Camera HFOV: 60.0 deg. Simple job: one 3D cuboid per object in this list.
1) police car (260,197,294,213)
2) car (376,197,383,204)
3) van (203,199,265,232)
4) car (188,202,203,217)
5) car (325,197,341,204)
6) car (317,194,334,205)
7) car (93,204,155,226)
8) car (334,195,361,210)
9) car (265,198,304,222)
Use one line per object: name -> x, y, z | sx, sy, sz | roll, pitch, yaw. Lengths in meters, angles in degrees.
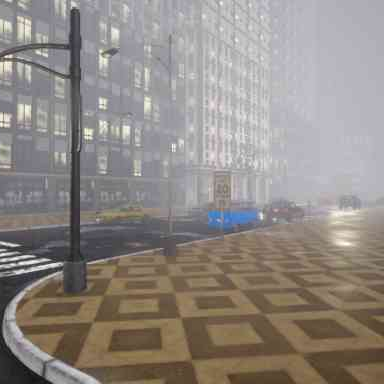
police car -> 9.953, 1.459, 38.662 | 1.930, 1.638, 5.238 | 0, 0, 38
car -> 38.092, 1.658, 66.577 | 1.947, 1.339, 4.313 | 0, 0, 38
van -> 2.638, 1.368, 20.230 | 1.690, 1.788, 3.998 | 0, 0, 38
car -> 1.344, 1.604, 31.665 | 1.802, 1.307, 4.206 | 0, 0, 38
car -> 28.454, 1.624, 66.966 | 2.008, 1.369, 4.403 | 0, 0, 38
car -> 25.066, 1.380, 62.554 | 2.192, 1.841, 5.009 | 0, 0, 38
car -> -4.755, 1.540, 23.935 | 1.752, 1.417, 4.829 | 0, 0, 38
car -> 21.149, 1.368, 44.515 | 2.192, 1.841, 5.009 | 0, 0, 38
car -> 7.593, 1.472, 26.864 | 1.967, 1.590, 4.097 | 0, 0, 38
